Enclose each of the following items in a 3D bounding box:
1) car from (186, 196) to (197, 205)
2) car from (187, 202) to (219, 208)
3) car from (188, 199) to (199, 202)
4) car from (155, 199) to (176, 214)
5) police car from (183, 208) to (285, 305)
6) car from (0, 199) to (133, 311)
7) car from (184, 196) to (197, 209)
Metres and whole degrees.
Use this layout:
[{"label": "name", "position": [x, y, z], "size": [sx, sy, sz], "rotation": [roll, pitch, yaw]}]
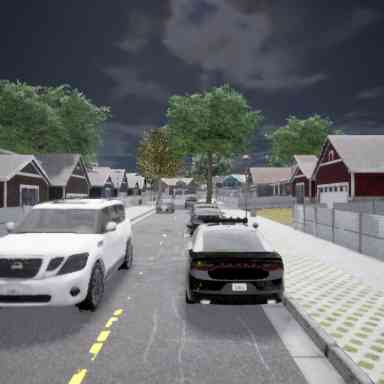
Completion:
[{"label": "car", "position": [-0.097, 1.515, 60.490], "size": [1.812, 1.442, 4.674], "rotation": [0, 0, 0]}, {"label": "car", "position": [0.795, 1.504, 18.188], "size": [1.837, 1.490, 4.892], "rotation": [0, 0, 0]}, {"label": "car", "position": [0.785, 1.502, 24.190], "size": [1.837, 1.490, 4.892], "rotation": [0, 0, 0]}, {"label": "car", "position": [-2.810, 1.485, 35.751], "size": [2.128, 1.511, 4.902], "rotation": [0, 0, 0]}, {"label": "police car", "position": [0.811, 1.427, 8.295], "size": [1.930, 1.638, 5.238], "rotation": [0, 0, 0]}, {"label": "car", "position": [-2.865, 1.223, 8.097], "size": [2.150, 2.045, 5.566], "rotation": [0, 0, 0]}, {"label": "car", "position": [-0.041, 1.481, 46.094], "size": [2.128, 1.511, 4.902], "rotation": [0, 0, 0]}]
